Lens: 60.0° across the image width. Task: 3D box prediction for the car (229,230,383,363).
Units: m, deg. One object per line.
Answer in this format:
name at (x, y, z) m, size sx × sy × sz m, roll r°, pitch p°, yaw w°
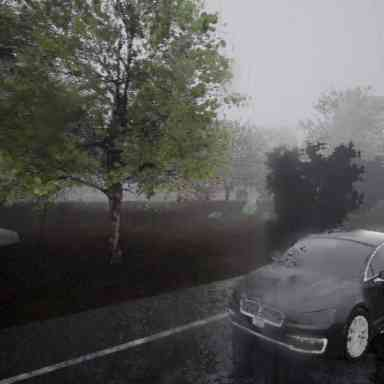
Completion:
car at (2.779, 1.514, 6.030) m, size 4.892 × 1.490 × 1.837 m, roll 0°, pitch 0°, yaw -39°
